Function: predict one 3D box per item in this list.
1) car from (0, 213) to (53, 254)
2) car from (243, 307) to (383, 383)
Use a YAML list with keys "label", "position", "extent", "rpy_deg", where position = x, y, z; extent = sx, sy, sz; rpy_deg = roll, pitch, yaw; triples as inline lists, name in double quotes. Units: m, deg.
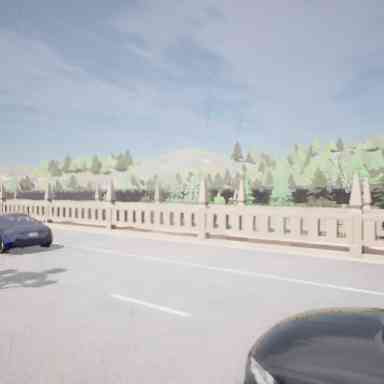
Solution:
- label: "car"
  position: [-7.622, 1.576, 13.729]
  extent: [4.181, 1.385, 1.994]
  rpy_deg: [0, 0, 36]
- label: "car"
  position: [2.687, 1.491, 2.069]
  extent: [4.902, 1.511, 2.128]
  rpy_deg: [0, 0, 36]
